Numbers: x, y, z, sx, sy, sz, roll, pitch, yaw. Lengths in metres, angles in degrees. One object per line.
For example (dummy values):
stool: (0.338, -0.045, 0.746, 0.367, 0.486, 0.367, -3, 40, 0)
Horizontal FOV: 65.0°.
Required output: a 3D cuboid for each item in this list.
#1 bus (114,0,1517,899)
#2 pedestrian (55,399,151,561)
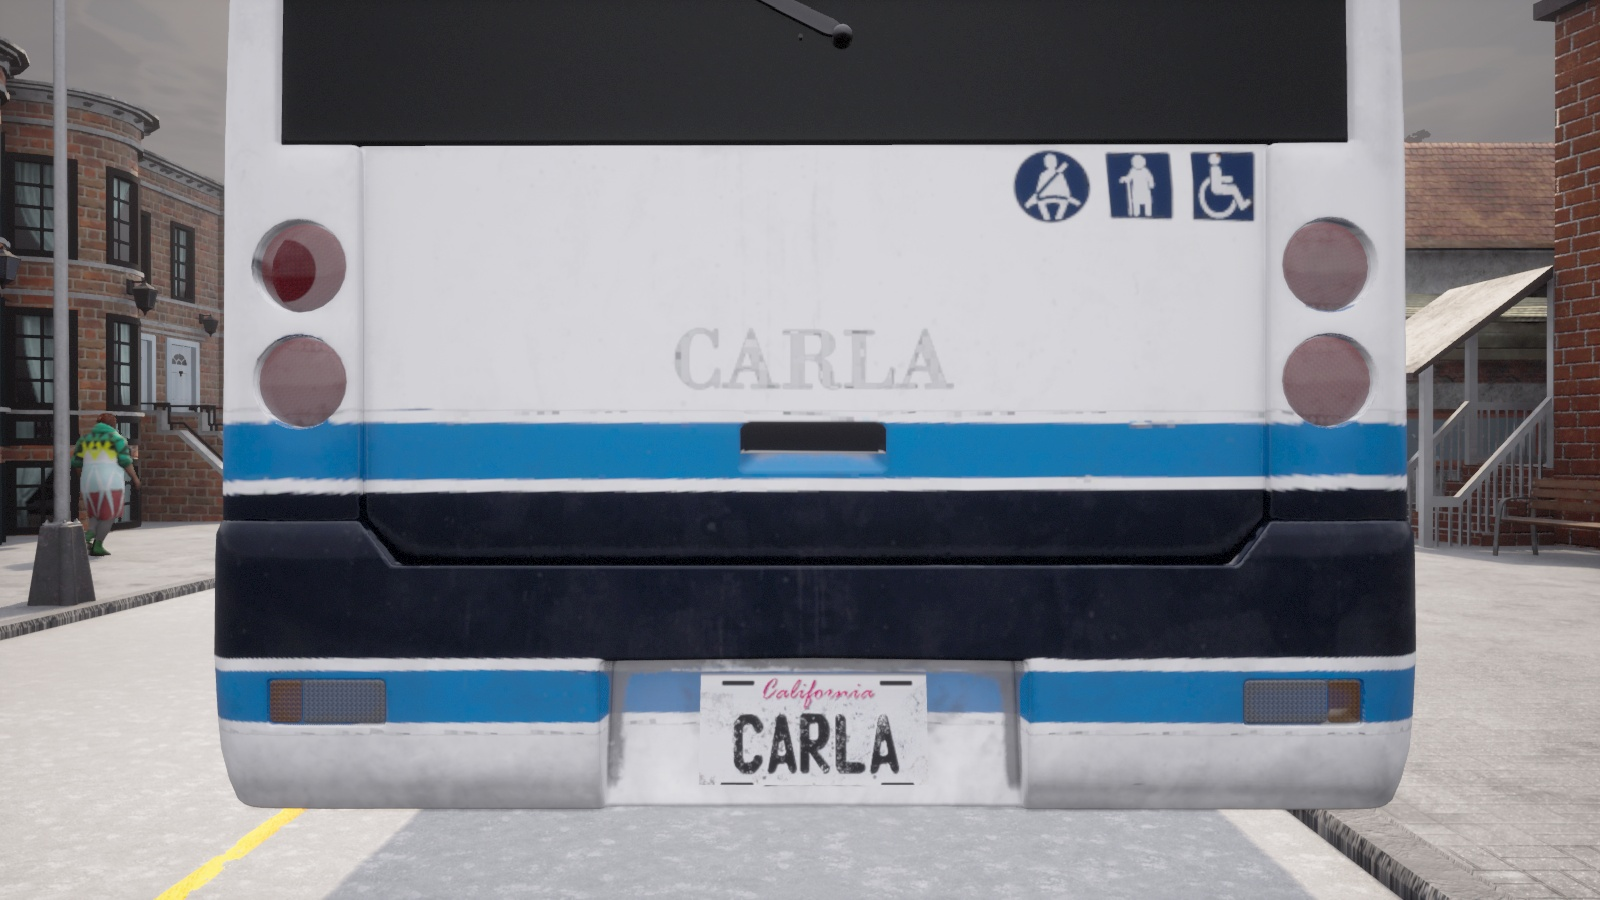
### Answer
bus: (0.066, -0.679, 8.669, 3.944, 4.253, 10.273, 0, 0, 0)
pedestrian: (-8.643, 0.361, 15.594, 0.659, 1.952, 0.873, 0, 0, 6)
